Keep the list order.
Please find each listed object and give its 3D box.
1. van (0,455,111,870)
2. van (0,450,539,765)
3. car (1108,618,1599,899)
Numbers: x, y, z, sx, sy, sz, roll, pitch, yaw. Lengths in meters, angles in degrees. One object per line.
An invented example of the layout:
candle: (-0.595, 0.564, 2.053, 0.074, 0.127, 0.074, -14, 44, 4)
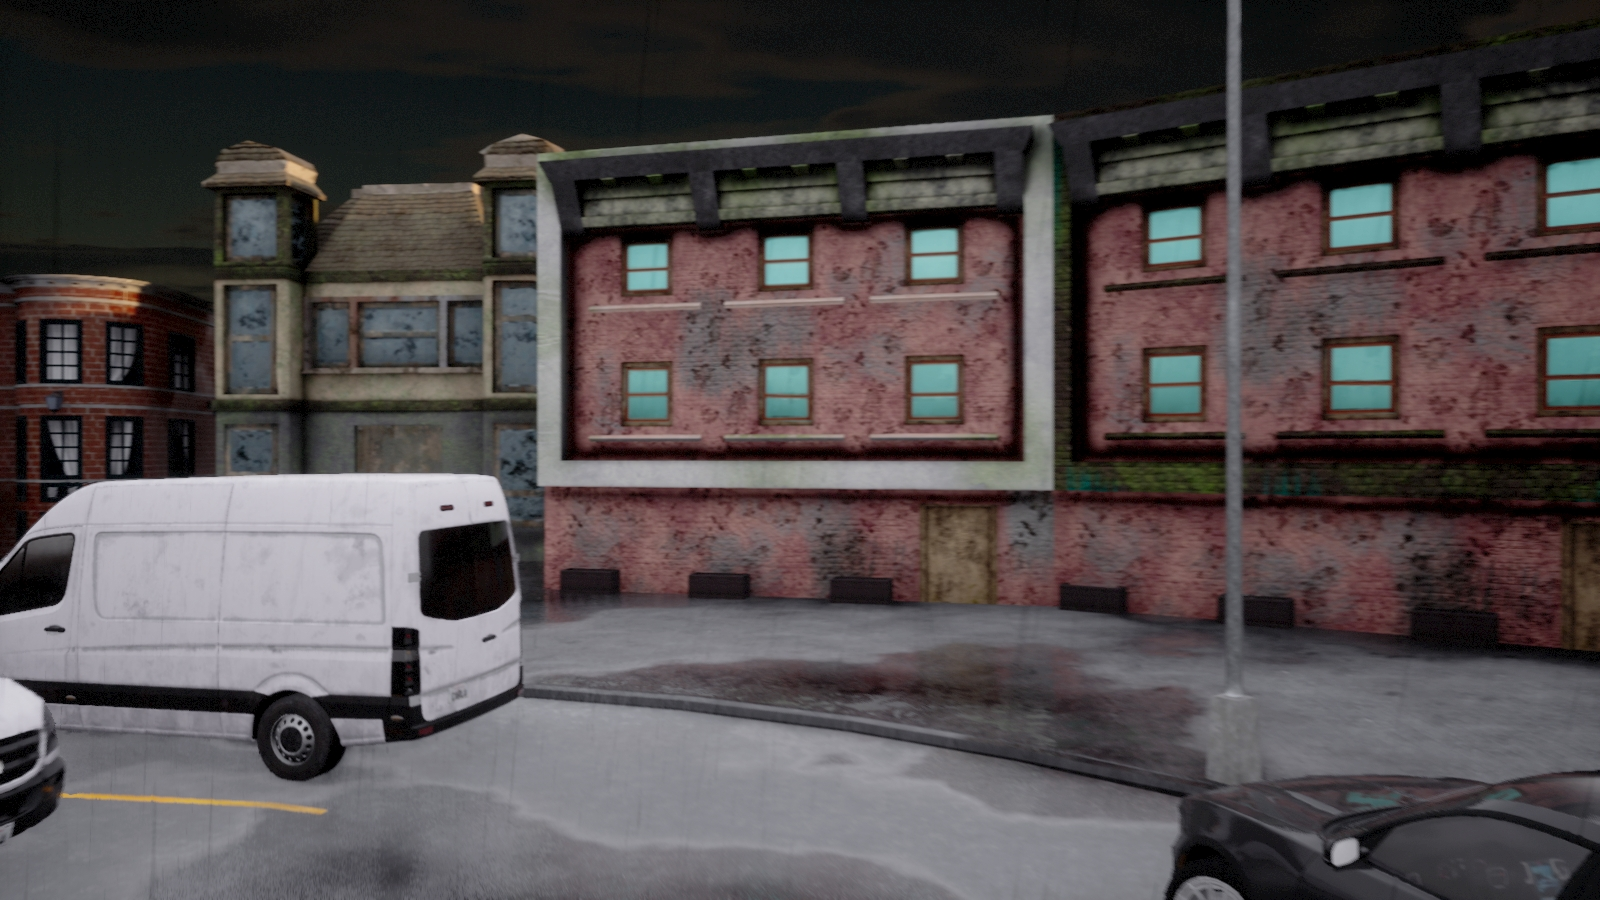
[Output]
van: (-7.892, 1.318, 7.330, 5.915, 2.561, 1.988, 0, 0, 5)
van: (-5.695, 1.314, 11.062, 5.915, 2.561, 1.988, -1, 0, 15)
car: (3.378, 1.812, 4.437, 2.097, 1.535, 5.006, 0, 0, -13)
